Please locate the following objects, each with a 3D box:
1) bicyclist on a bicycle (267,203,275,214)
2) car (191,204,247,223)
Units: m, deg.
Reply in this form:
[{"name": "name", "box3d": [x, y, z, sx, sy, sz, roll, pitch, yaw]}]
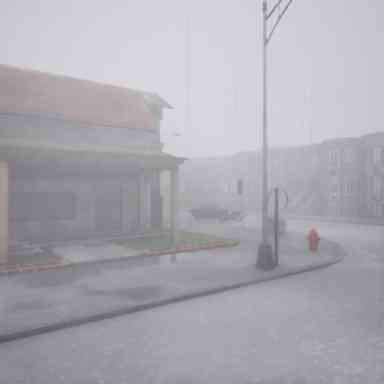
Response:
[{"name": "bicyclist on a bicycle", "box3d": [7.682, 1.301, 31.888, 1.656, 1.620, 0.582, 0, 0, -36]}, {"name": "car", "box3d": [1.981, 1.569, 25.425, 1.895, 1.301, 4.718, 0, 0, -36]}]
